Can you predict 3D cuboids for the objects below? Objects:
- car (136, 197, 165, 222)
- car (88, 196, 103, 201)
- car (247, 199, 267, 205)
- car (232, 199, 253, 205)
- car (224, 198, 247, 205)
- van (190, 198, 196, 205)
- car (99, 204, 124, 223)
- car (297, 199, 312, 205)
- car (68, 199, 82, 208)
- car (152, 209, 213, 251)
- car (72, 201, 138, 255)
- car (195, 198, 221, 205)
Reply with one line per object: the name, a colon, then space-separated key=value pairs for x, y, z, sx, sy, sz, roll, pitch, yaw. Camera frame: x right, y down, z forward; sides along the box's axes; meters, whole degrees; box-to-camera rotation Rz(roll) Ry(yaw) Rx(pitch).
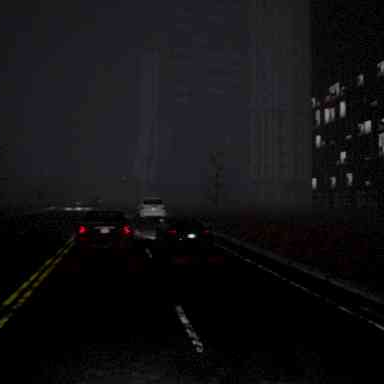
car: x=-3.663 y=1.457 z=29.227 sx=2.150 sy=2.045 sz=5.566 roll=1 pitch=0 yaw=-13
car: x=-16.717 y=1.635 z=57.723 sx=2.150 sy=2.045 sz=5.566 roll=1 pitch=-1 yaw=-13
car: x=14.439 y=2.284 z=73.315 sx=4.206 sy=1.307 sz=1.802 roll=1 pitch=-2 yaw=-13
car: x=12.329 y=2.533 z=81.059 sx=4.829 sy=1.417 sz=1.752 roll=1 pitch=-2 yaw=-13
car: x=9.005 y=2.095 z=72.031 sx=4.097 sy=1.590 sz=1.967 roll=1 pitch=-2 yaw=-13
van: x=1.609 y=2.255 z=78.523 sx=3.998 sy=1.788 sz=1.690 roll=0 pitch=-2 yaw=-13
car: x=-6.858 y=1.799 z=28.606 sx=1.895 sy=1.301 sz=4.718 roll=1 pitch=-1 yaw=-13
car: x=28.822 y=2.596 z=84.973 sx=4.097 sy=1.590 sz=1.967 roll=1 pitch=-2 yaw=-13
car: x=-19.796 y=1.860 z=56.562 sx=1.882 sy=1.535 sz=5.008 roll=1 pitch=-1 yaw=-12
car: x=-0.448 y=1.693 z=14.884 sx=1.994 sy=1.385 sz=4.181 roll=1 pitch=-1 yaw=-12
car: x=-3.565 y=1.434 z=13.932 sx=2.097 sy=1.767 sz=4.553 roll=1 pitch=-1 yaw=-13
car: x=3.737 y=2.134 z=70.779 sx=4.829 sy=1.417 sz=1.752 roll=0 pitch=-2 yaw=-13
